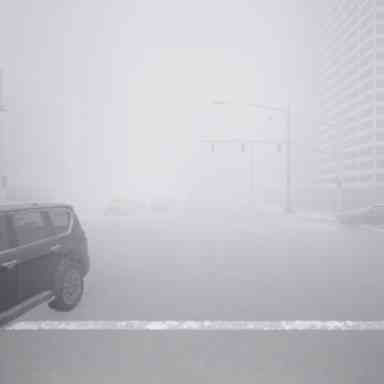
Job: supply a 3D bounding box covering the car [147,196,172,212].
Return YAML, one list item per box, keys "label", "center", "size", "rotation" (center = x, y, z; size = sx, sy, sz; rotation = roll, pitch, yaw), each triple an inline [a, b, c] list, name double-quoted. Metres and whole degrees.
- label: "car"
  center: [-3.640, 1.476, 37.849]
  size: [1.837, 1.490, 4.892]
  rotation: [0, 0, 0]

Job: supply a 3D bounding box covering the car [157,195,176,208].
- label: "car"
  center: [-3.653, 1.490, 47.083]
  size: [1.812, 1.442, 4.674]
  rotation: [0, 0, 0]

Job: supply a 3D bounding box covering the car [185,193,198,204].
- label: "car"
  center: [-0.098, 1.173, 63.891]
  size: [2.150, 2.045, 5.566]
  rotation: [0, 0, 0]

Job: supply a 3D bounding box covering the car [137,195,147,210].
- label: "car"
  center: [-7.155, 1.515, 42.455]
  size: [2.033, 1.411, 5.357]
  rotation: [0, 0, 0]

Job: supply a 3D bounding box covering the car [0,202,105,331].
- label: "car"
  center: [-3.562, 1.217, 4.963]
  size: [2.150, 2.045, 5.566]
  rotation: [-1, 0, 9]

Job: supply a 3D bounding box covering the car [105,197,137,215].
- label: "car"
  center: [-7.175, 1.327, 32.979]
  size: [2.097, 1.767, 4.553]
  rotation: [0, 0, 1]

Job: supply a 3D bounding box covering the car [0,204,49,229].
- label: "car"
  center: [-11.728, 1.509, 20.985]
  size: [4.674, 1.442, 1.812]
  rotation: [0, 0, 0]

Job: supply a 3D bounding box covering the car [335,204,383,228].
- label: "car"
  center: [11.738, 1.509, 21.367]
  size: [4.674, 1.442, 1.812]
  rotation: [0, 0, 4]

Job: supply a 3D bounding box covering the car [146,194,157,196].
- label: "car"
  center: [-7.168, 1.485, 52.775]
  size: [1.812, 1.442, 4.674]
  rotation: [0, 0, 0]

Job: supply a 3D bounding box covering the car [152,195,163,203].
- label: "car"
  center: [-7.107, 1.476, 68.786]
  size: [1.837, 1.490, 4.892]
  rotation: [0, 0, 0]

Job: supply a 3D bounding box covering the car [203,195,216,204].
- label: "car"
  center: [3.400, 1.303, 64.670]
  size: [2.097, 1.767, 4.553]
  rotation: [0, 0, 0]

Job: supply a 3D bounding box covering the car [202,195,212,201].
- label: "car"
  center: [3.385, 1.312, 74.567]
  size: [2.033, 1.411, 5.357]
  rotation: [0, 0, 0]
